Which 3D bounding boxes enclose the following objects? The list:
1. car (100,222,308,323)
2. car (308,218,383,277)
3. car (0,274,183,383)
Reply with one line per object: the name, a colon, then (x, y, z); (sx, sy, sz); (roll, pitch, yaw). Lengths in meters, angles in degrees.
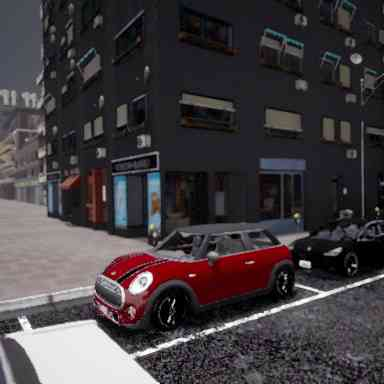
car: (0.153, 1.408, 6.682); (4.097, 1.590, 1.967); (-1, 0, -35)
car: (4.716, 1.488, 9.932); (4.313, 1.339, 1.947); (-1, 0, -35)
car: (-2.461, 1.610, 1.624); (4.718, 1.301, 1.895); (-1, 0, -35)
